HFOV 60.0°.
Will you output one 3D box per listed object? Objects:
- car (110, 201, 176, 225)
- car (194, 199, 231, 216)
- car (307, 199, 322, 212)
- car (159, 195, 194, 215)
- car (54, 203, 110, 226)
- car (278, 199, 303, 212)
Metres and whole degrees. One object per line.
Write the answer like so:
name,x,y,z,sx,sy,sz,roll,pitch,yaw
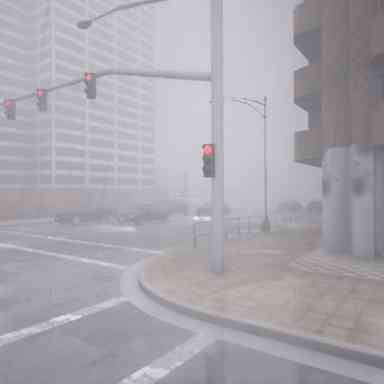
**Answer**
car,-3.534,1.625,24.984,1.812,1.442,4.674,0,0,35
car,2.165,1.664,33.035,1.994,1.385,4.181,0,0,36
car,14.766,1.565,38.413,1.837,1.490,4.892,0,0,35
car,-2.258,1.472,32.865,2.097,1.767,4.553,0,0,35
car,-7.836,1.597,24.999,1.882,1.535,5.008,0,0,35
car,11.933,1.606,40.500,1.812,1.442,4.674,0,0,35
